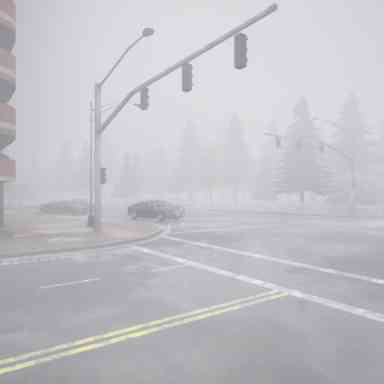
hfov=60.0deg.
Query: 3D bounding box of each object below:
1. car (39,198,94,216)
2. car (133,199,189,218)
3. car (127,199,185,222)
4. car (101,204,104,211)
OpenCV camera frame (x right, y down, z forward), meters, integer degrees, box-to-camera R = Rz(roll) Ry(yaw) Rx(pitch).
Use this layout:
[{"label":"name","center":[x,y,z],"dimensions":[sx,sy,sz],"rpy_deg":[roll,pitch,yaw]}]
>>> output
[{"label":"car","center":[-12.047,1.493,31.755],"dimensions":[5.357,1.411,2.033],"rpy_deg":[0,0,23]},{"label":"car","center":[-2.867,1.438,30.253],"dimensions":[4.902,1.511,2.128],"rpy_deg":[0,0,35]},{"label":"car","center":[-2.944,1.437,25.699],"dimensions":[4.902,1.511,2.128],"rpy_deg":[0,0,38]},{"label":"car","center":[-11.714,1.423,35.253],"dimensions":[5.008,1.535,1.882],"rpy_deg":[0,0,21]}]
